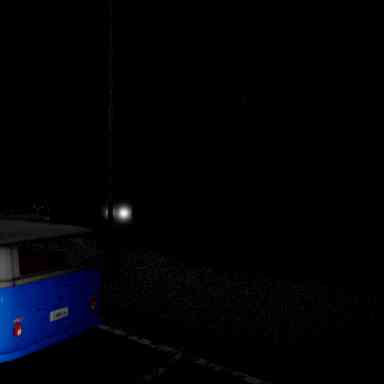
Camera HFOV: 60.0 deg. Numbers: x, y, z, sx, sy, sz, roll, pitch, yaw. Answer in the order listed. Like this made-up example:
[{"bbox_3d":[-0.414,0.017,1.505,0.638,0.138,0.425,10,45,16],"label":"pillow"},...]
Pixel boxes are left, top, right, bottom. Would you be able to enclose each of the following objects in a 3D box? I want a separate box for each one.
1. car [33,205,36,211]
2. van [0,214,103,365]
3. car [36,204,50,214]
[{"bbox_3d":[-14.436,1.580,35.653,1.895,1.301,4.718,0,0,35],"label":"car"},{"bbox_3d":[-3.224,1.341,5.377,3.998,1.788,1.690,0,0,36],"label":"van"},{"bbox_3d":[-12.349,1.493,32.960,1.837,1.490,4.892,0,0,35],"label":"car"}]
